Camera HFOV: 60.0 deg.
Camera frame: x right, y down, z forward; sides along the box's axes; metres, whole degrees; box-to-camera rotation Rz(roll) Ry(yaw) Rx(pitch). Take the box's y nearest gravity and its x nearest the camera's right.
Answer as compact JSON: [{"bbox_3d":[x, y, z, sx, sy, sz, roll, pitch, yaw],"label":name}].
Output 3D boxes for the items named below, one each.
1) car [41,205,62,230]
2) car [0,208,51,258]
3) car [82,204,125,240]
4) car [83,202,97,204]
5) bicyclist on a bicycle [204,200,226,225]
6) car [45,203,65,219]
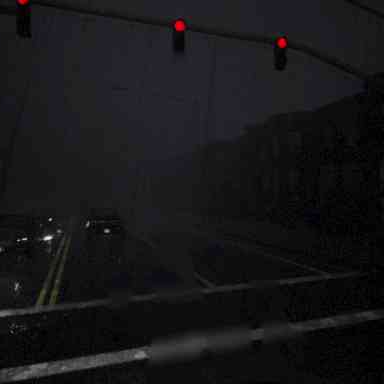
[{"bbox_3d":[-10.238,1.847,22.661,1.895,1.301,4.718,-1,0,-18],"label":"car"},{"bbox_3d":[-7.094,1.652,13.219,2.128,1.511,4.902,-1,0,-18],"label":"car"},{"bbox_3d":[-4.779,1.635,17.955,2.128,1.511,4.902,-1,0,-18],"label":"car"},{"bbox_3d":[-13.470,1.942,43.893,1.994,1.385,4.181,-1,0,-18],"label":"car"},{"bbox_3d":[1.530,1.365,22.073,1.656,1.620,0.582,-1,0,-18],"label":"bicyclist on a bicycle"},{"bbox_3d":[-13.426,1.810,32.249,1.882,1.535,5.008,-1,0,-18],"label":"car"}]
